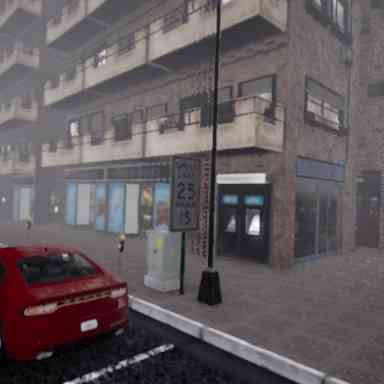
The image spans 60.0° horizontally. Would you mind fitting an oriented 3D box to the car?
[{"bbox_3d":[-2.905,1.585,5.926,1.887,1.381,4.507,2,-1,-45],"label":"car"}]
